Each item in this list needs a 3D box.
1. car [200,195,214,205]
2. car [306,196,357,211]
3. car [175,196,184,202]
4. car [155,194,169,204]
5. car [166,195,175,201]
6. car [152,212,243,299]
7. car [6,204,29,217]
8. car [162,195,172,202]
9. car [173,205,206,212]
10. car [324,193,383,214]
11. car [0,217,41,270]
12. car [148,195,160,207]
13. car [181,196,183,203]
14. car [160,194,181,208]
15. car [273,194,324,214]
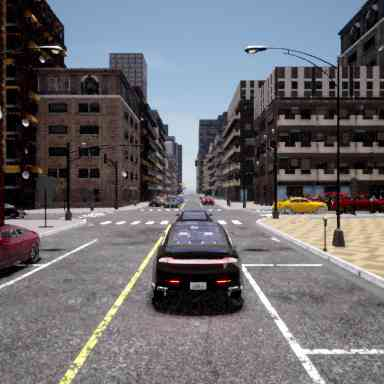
[{"bbox_3d":[2.760,1.458,56.955,1.967,1.590,4.097,0,0,0],"label":"car"},{"bbox_3d":[14.610,1.230,35.001,4.674,1.442,1.812,-1,0,0],"label":"car"},{"bbox_3d":[-2.902,1.572,79.098,2.033,1.411,5.357,0,0,0],"label":"car"},{"bbox_3d":[-5.613,1.337,62.646,2.192,1.841,5.009,0,0,0],"label":"car"},{"bbox_3d":[-5.585,1.481,85.377,1.967,1.590,4.097,0,0,0],"label":"car"},{"bbox_3d":[0.113,1.491,8.463,2.128,1.511,4.902,0,0,0],"label":"car"},{"bbox_3d":[-18.131,1.807,31.554,4.902,1.511,2.128,-1,0,0],"label":"car"},{"bbox_3d":[-5.599,1.471,74.011,1.967,1.590,4.097,0,0,0],"label":"car"},{"bbox_3d":[0.120,1.565,17.078,1.994,1.385,4.181,0,0,0],"label":"car"},{"bbox_3d":[14.730,1.029,29.193,5.009,1.841,2.192,-1,1,0],"label":"car"},{"bbox_3d":[-5.730,1.582,9.258,1.802,1.307,4.206,0,0,0],"label":"car"},{"bbox_3d":[-5.627,1.581,51.281,1.947,1.339,4.313,0,0,0],"label":"car"},{"bbox_3d":[-3.008,1.620,58.161,1.895,1.301,4.718,0,0,0],"label":"car"},{"bbox_3d":[-3.006,1.365,48.229,2.097,1.767,4.553,0,0,0],"label":"car"},{"bbox_3d":[10.325,1.268,31.768,5.008,1.535,1.882,-1,0,0],"label":"car"}]
